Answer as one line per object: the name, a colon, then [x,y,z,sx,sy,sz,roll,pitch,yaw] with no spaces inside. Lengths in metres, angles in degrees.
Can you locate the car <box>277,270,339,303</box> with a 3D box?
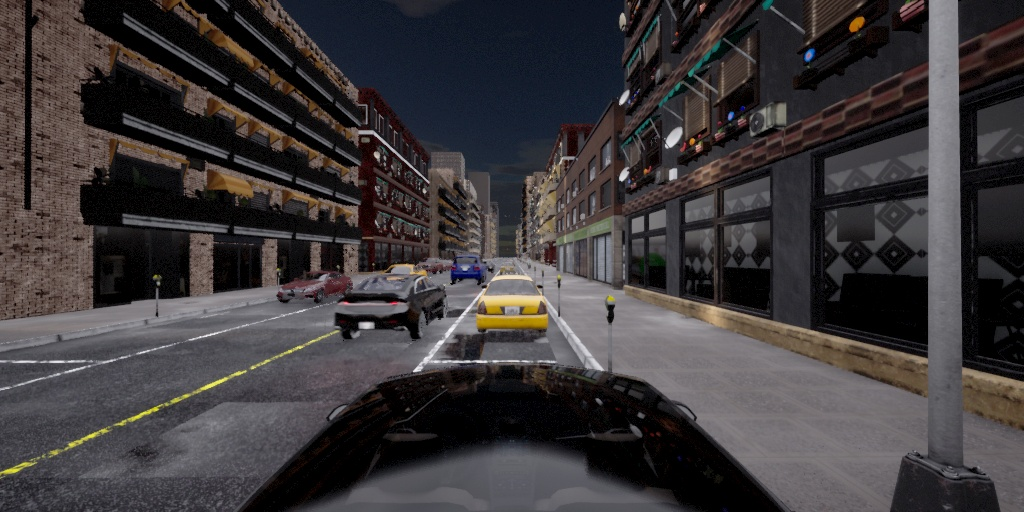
car: [-8.837,1.333,16.462,1.802,1.307,4.207,0,0,0]

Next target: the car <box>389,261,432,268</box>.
car: [-6.246,1.228,20.478,1.882,1.535,5.008,0,0,0]

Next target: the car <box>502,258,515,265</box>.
car: [-0.456,1.275,39.173,1.751,1.417,4.829,0,0,0]

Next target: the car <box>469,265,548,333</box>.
car: [0.005,1.207,10.689,1.801,1.575,5.366,0,0,0]

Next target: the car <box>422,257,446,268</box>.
car: [-8.837,1.064,39.007,2.192,1.841,5.009,0,0,0]

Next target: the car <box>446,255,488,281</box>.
car: [-3.146,0.972,26.681,2.150,2.045,5.566,0,0,0]

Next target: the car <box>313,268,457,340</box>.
car: [-3.046,1.242,9.942,2.128,1.511,4.902,0,0,0]

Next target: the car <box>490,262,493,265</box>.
car: [-3.044,1.350,43.201,1.895,1.301,4.718,0,0,0]
